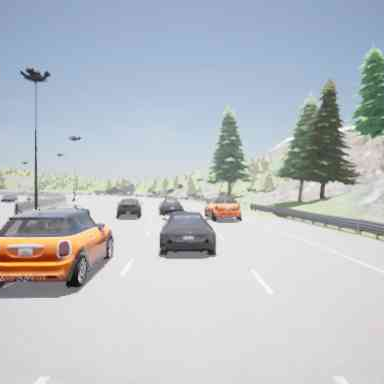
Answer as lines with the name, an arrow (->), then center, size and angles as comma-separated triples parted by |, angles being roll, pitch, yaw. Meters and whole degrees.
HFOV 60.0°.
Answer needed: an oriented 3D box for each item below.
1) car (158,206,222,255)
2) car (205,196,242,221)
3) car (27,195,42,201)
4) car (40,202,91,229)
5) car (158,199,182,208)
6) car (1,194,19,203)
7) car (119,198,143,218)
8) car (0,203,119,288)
car -> -0.221, 1.447, 12.850 | 1.994, 1.385, 4.181 | 0, 1, -3
car -> 2.213, 1.125, 24.940 | 2.097, 1.767, 4.553 | 0, 0, -6
car -> -26.720, 1.102, 56.387 | 1.895, 1.301, 4.718 | 0, 1, -19
car -> -7.908, 1.410, 21.307 | 1.895, 1.301, 4.718 | 0, 1, -6
car -> -1.932, 1.297, 29.623 | 1.994, 1.385, 4.181 | 0, 1, -9
car -> -29.768, 1.066, 54.515 | 2.033, 1.411, 5.357 | 0, 1, -19
car -> -5.102, 1.261, 27.205 | 1.837, 1.490, 4.892 | 0, 1, -8
car -> -3.581, 1.269, 9.140 | 2.097, 1.767, 4.553 | 0, 0, -2
